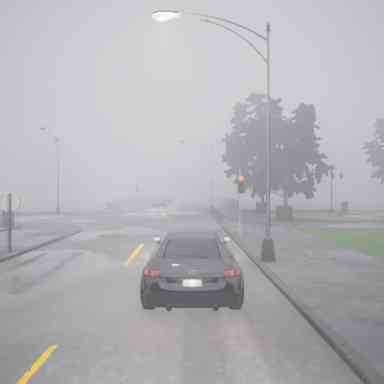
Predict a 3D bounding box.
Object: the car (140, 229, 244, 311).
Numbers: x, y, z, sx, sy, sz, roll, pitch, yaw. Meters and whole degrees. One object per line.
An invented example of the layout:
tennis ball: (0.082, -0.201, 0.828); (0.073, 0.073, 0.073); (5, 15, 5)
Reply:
car: (0.002, 1.562, 7.826); (1.994, 1.385, 4.181); (0, 0, 0)

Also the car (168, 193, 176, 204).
car: (-4.548, 1.458, 61.717); (1.882, 1.535, 5.008); (0, 0, 0)

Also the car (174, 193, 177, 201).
car: (-4.613, 1.188, 77.339); (2.150, 2.045, 5.566); (0, 0, 0)

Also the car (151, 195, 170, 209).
car: (-4.452, 1.549, 45.623); (1.994, 1.385, 4.181); (0, 0, 0)
